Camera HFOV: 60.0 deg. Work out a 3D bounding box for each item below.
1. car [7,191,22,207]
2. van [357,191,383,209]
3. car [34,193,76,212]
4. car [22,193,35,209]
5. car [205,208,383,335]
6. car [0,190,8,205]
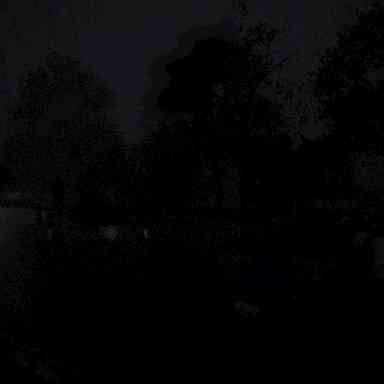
[{"bbox_3d":[-16.687,0.910,35.886,2.163,1.488,4.792,2,1,36],"label":"car"},{"bbox_3d":[9.726,0.921,16.913,1.878,1.987,4.442,2,2,36],"label":"van"},{"bbox_3d":[-12.291,1.055,32.724,2.097,1.535,5.008,2,1,36],"label":"car"},{"bbox_3d":[-14.508,0.840,34.378,2.185,1.767,4.553,2,1,36],"label":"car"},{"bbox_3d":[2.152,1.182,6.369,2.163,1.488,4.792,2,1,36],"label":"car"},{"bbox_3d":[-18.912,0.831,37.534,2.002,1.452,4.674,2,1,36],"label":"car"}]
